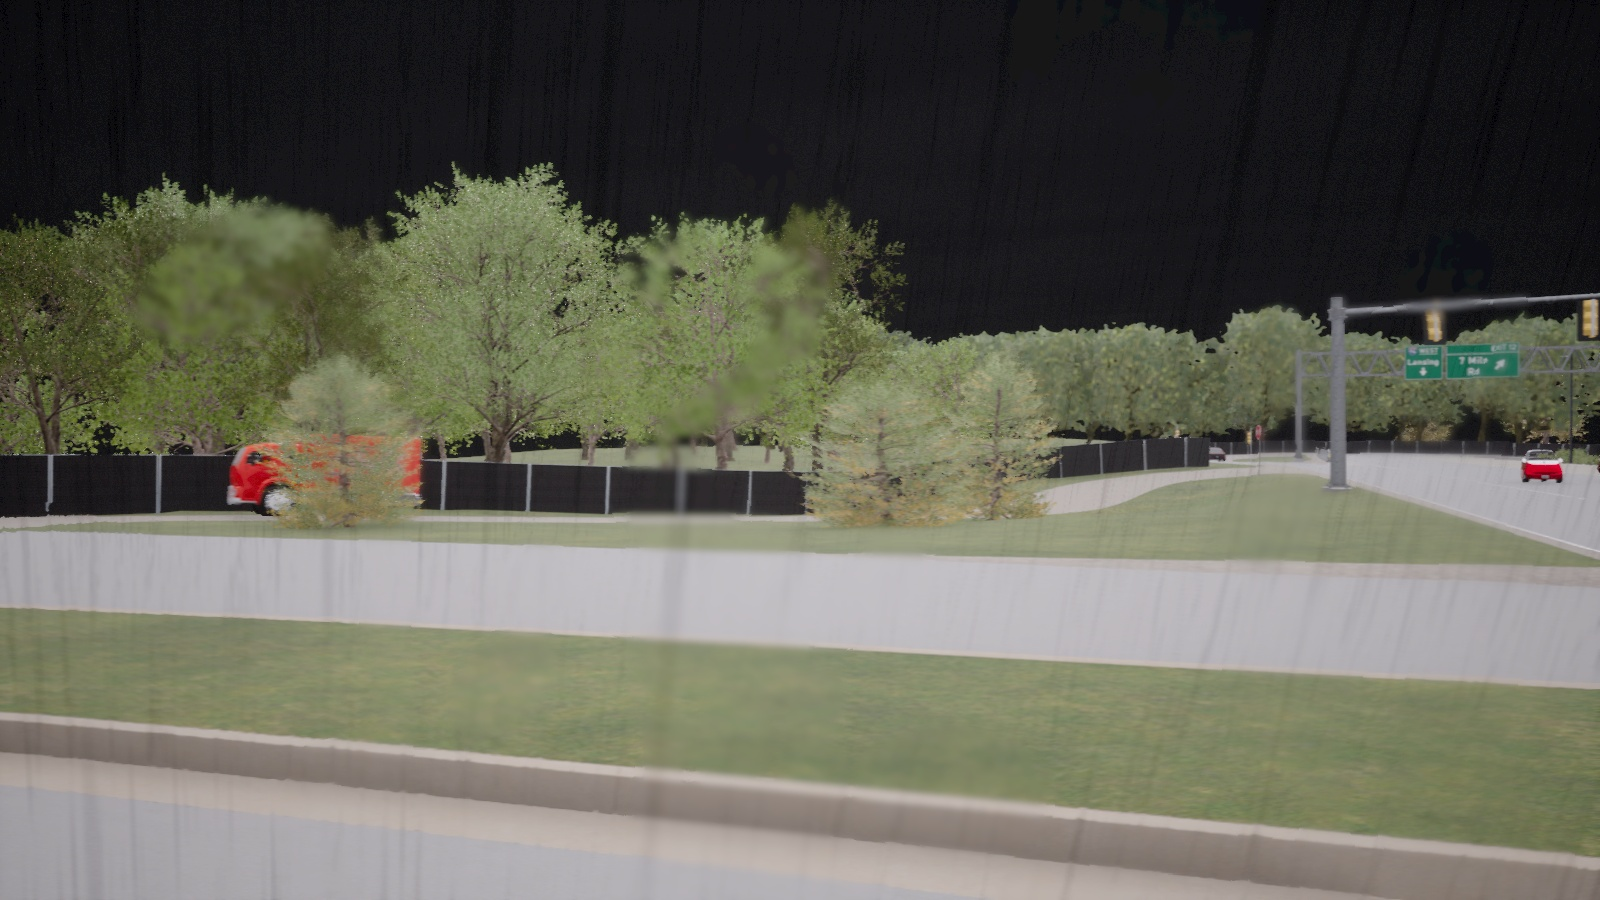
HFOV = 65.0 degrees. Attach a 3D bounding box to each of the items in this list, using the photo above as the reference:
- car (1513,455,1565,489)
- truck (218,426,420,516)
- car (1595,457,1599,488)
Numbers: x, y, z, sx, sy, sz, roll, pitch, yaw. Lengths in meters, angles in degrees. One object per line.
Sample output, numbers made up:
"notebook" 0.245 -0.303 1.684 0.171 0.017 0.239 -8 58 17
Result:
"car" 30.771 0.897 52.336 1.481 1.376 2.207 0 0 19
"truck" -14.445 0.682 37.786 5.204 2.467 2.627 3 -3 -31
"car" 33.994 0.961 50.946 1.895 1.301 4.718 0 0 19
